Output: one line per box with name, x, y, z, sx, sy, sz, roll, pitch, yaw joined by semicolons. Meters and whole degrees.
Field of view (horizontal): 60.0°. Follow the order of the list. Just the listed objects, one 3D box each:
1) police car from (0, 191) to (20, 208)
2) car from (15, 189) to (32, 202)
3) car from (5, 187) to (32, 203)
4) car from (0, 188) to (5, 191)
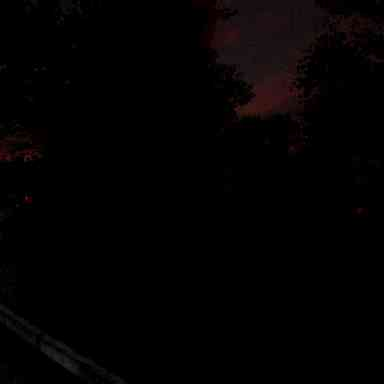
police car;-22.980;1.049;40.587;1.930;1.638;5.238;-1;1;-16
car;-28.256;0.519;55.931;2.150;2.045;5.566;-1;2;-23
car;-26.044;0.652;50.176;2.150;2.045;5.566;-1;1;-19
car;-46.568;-0.242;82.588;2.033;1.411;5.357;0;3;-43
